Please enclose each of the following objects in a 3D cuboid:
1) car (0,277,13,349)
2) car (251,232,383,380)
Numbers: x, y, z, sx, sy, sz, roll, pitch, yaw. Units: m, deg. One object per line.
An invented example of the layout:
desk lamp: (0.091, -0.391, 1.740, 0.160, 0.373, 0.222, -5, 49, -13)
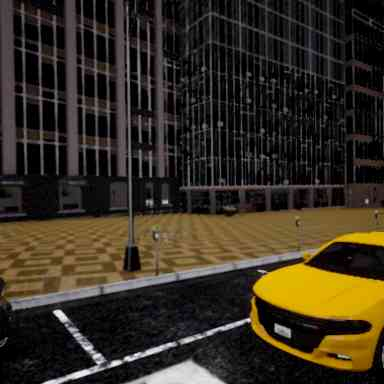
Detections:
car: (-4.361, 1.559, 3.444, 4.403, 1.369, 2.008, 0, -1, -36)
car: (3.163, 1.475, 5.654, 5.008, 1.535, 1.882, 0, 0, -36)
